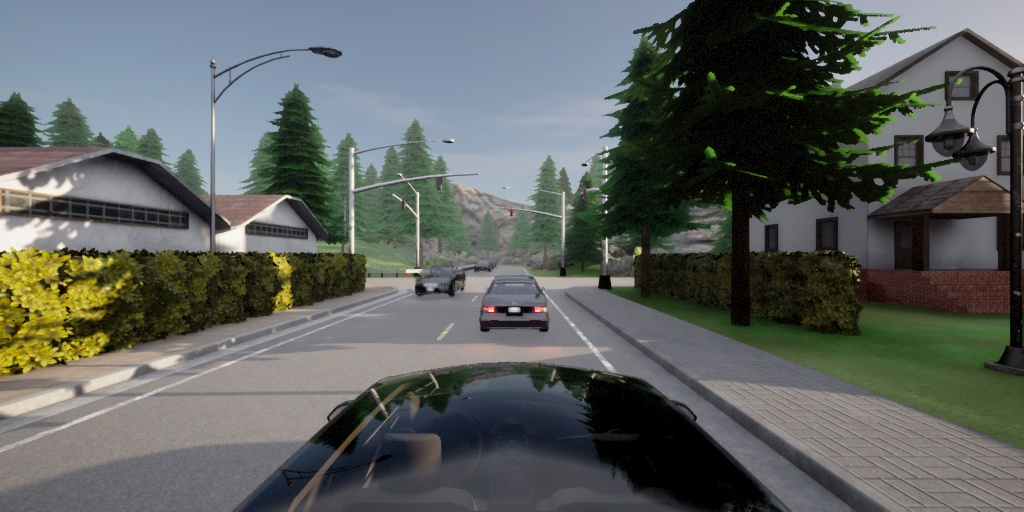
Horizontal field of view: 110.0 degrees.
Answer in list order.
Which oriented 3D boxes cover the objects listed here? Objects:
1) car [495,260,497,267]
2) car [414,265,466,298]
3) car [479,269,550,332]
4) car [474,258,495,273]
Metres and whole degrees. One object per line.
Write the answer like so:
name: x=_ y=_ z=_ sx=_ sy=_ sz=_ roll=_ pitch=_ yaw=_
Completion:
car: x=-3.553 y=1.351 z=54.301 sx=1.895 sy=1.301 sz=4.718 roll=0 pitch=0 yaw=0
car: x=-3.621 y=1.241 z=18.746 sx=2.128 sy=1.511 sz=4.902 roll=0 pitch=0 yaw=3
car: x=0.071 y=1.297 z=10.848 sx=2.033 sy=1.411 sz=5.357 roll=0 pitch=0 yaw=0
car: x=-3.583 y=1.228 z=44.913 sx=1.882 sy=1.535 sz=5.008 roll=0 pitch=0 yaw=0
